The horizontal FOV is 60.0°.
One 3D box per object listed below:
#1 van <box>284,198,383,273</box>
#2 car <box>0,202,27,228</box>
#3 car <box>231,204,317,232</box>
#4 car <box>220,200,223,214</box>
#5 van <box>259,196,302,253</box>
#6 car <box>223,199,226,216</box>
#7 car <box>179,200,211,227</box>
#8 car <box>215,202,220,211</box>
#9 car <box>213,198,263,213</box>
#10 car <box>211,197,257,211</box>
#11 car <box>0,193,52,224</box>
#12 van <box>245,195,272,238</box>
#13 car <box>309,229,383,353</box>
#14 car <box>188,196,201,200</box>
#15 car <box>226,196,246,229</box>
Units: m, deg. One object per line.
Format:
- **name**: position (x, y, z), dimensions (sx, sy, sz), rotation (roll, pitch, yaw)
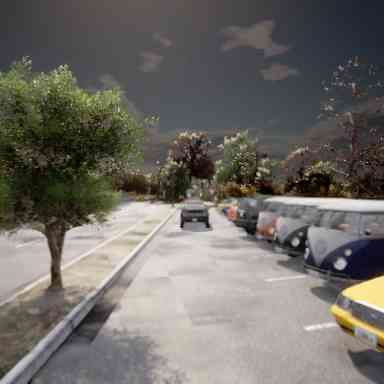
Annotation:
- **van**: position (4.752, 1.246, 8.019), dimensions (4.442, 1.987, 1.878), rotation (1, 0, -20)
- **car**: position (-13.254, 1.459, 21.030), dimensions (4.792, 1.488, 2.163), rotation (-1, 0, -20)
- **car**: position (4.900, 1.493, 19.968), dimensions (4.674, 1.452, 2.002), rotation (1, 0, -20)
- **car**: position (4.954, 1.318, 25.930), dimensions (4.553, 1.767, 2.185), rotation (1, 0, -20)
- **van**: position (4.761, 1.241, 10.998), dimensions (4.442, 1.987, 1.878), rotation (1, 0, -20)
- **car**: position (4.880, 1.322, 22.940), dimensions (4.553, 1.767, 2.185), rotation (1, 0, -20)
- **car**: position (0.178, 1.465, 22.336), dimensions (1.837, 1.490, 4.892), rotation (0, -1, 0)
- **car**: position (4.913, 1.467, 29.300), dimensions (4.792, 1.488, 2.163), rotation (1, 0, -20)
- **car**: position (4.965, 1.428, 36.100), dimensions (4.892, 1.521, 2.231), rotation (1, 0, -20)
- **car**: position (4.993, 1.421, 39.494), dimensions (4.892, 1.521, 2.231), rotation (1, 0, -20)
- **car**: position (-13.244, 1.174, 24.040), dimensions (5.566, 2.045, 2.435), rotation (-1, 0, -20)
- **van**: position (4.769, 1.236, 13.975), dimensions (4.442, 1.987, 1.878), rotation (1, 0, -20)
- **car**: position (4.672, 1.472, 5.021), dimensions (5.366, 1.575, 1.946), rotation (1, 0, -20)
- **car**: position (0.257, 1.286, 39.149), dimensions (2.097, 1.767, 4.553), rotation (0, 0, 0)
- **car**: position (4.916, 1.207, 17.005), dimensions (5.566, 2.045, 2.435), rotation (1, 0, -20)
